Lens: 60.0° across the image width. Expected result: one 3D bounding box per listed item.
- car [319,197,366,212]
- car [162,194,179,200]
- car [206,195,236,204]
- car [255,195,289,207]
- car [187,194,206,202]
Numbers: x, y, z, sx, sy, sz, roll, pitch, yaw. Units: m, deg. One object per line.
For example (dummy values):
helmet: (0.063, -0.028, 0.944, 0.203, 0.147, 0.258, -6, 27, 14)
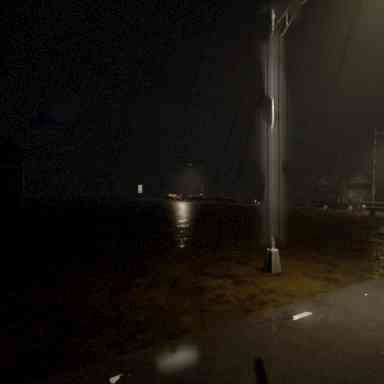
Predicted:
car: (16.303, 1.292, 36.124, 1.837, 1.490, 4.892, 2, 0, -35)
car: (-4.727, 1.122, 72.068, 1.895, 1.301, 4.718, 2, -1, -35)
car: (4.776, 1.174, 52.381, 1.895, 1.301, 4.718, 2, -1, -35)
car: (10.547, 1.177, 44.238, 1.837, 1.490, 4.892, 2, 0, -35)
car: (1.267, 1.136, 63.697, 2.033, 1.411, 5.357, 2, -1, -35)
